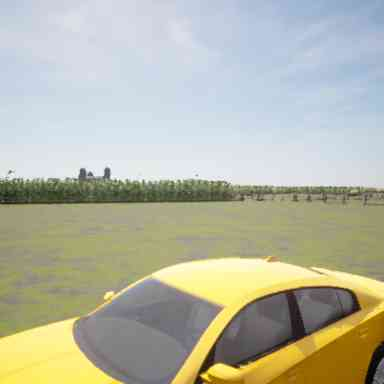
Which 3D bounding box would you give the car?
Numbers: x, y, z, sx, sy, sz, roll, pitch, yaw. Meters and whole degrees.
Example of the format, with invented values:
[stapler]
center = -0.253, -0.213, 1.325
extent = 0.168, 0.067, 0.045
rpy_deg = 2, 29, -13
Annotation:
[car]
center = 0.210, 1.479, 3.221
extent = 5.008, 1.535, 1.882
rpy_deg = 0, 0, -35
